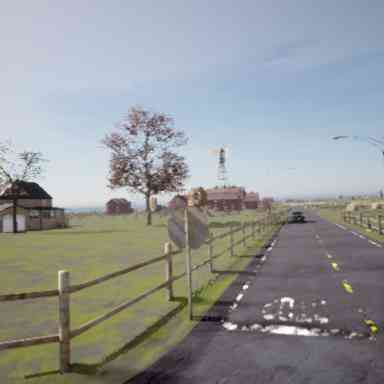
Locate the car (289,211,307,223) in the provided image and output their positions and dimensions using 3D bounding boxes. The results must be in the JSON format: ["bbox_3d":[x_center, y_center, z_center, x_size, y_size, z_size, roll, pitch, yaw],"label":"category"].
[{"bbox_3d":[14.156,3.306,44.479,1.837,1.490,4.892,-3,-3,18],"label":"car"}]
